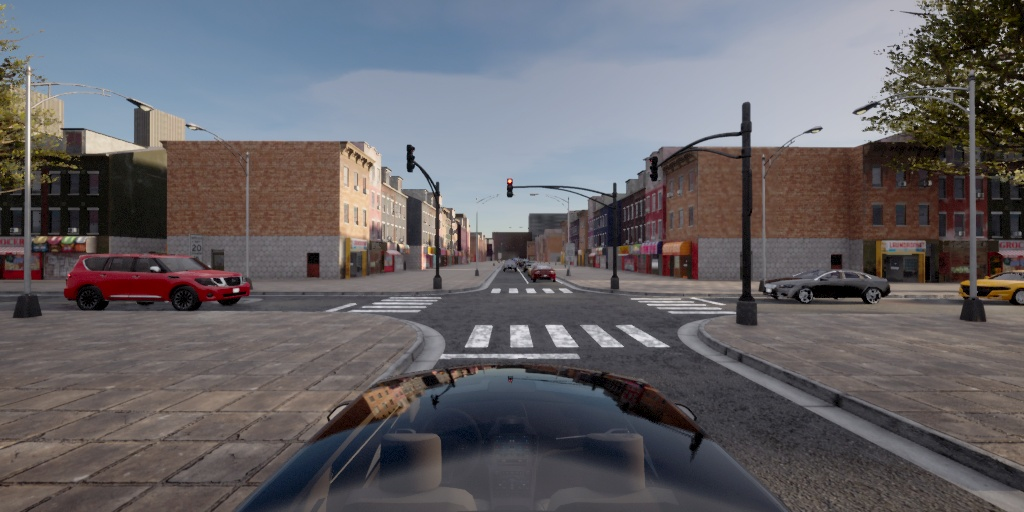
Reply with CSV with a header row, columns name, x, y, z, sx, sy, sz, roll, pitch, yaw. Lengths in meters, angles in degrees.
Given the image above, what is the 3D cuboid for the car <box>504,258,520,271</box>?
name,x,y,z,sx,sy,sz,roll,pitch,yaw
car,-0.279,1.361,50.591,2.033,1.411,5.357,0,0,0

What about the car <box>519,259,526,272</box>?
name,x,y,z,sx,sy,sz,roll,pitch,yaw
car,2.297,1.366,45.683,1.948,1.339,4.313,0,0,0

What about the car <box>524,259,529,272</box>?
name,x,y,z,sx,sy,sz,roll,pitch,yaw
car,2.384,1.301,34.494,1.751,1.417,4.829,0,0,0

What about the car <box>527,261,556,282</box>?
name,x,y,z,sx,sy,sz,roll,pitch,yaw
car,2.430,1.312,28.646,1.888,1.381,4.507,0,0,0

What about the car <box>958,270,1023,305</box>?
name,x,y,z,sx,sy,sz,roll,pitch,yaw
car,23.719,1.388,16.463,5.008,1.535,1.882,0,0,0

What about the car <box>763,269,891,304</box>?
name,x,y,z,sx,sy,sz,roll,pitch,yaw
car,14.268,1.334,16.437,4.902,1.511,2.128,0,0,1

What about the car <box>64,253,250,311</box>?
name,x,y,z,sx,sy,sz,roll,pitch,yaw
car,-13.106,0.928,13.443,5.566,2.045,2.150,0,0,0
